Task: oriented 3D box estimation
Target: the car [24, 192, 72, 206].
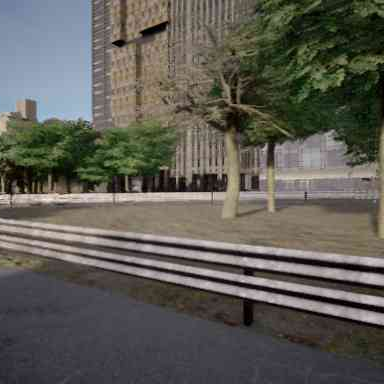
[{"bbox_3d":[-16.872,0.838,39.088,5.366,1.575,1.801,-1,0,0],"label":"car"}]
